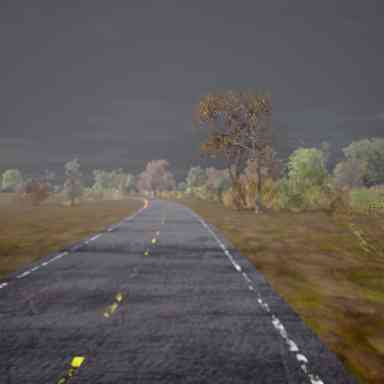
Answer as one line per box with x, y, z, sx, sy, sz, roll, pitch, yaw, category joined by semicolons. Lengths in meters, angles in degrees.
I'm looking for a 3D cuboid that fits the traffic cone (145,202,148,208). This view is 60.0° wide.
-6.738;2.048;48.545;0.340;0.580;0.340;0;0;-6;traffic cone
